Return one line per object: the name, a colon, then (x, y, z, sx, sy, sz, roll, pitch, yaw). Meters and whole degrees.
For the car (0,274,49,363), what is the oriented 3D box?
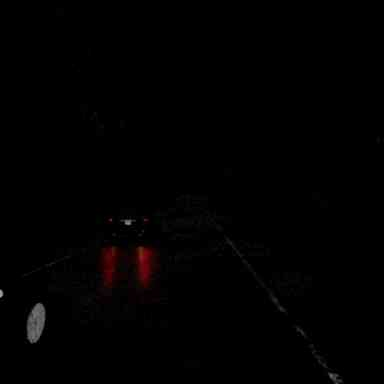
car: (-3.207, 1.489, 3.220, 1.882, 1.535, 5.008, 0, 0, 2)

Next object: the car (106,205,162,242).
car: (-2.761, 1.407, 16.850, 2.097, 1.767, 4.553, 0, 0, 2)
